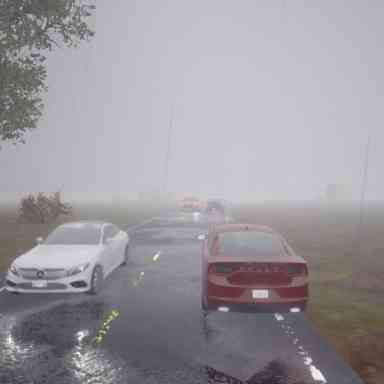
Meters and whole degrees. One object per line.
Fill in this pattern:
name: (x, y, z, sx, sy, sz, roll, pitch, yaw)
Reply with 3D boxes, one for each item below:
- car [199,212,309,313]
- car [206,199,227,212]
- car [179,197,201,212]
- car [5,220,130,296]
car: (1.171, 1.478, 7.792, 1.882, 1.535, 5.008, 0, 0, 2)
car: (2.584, 1.492, 36.615, 1.837, 1.490, 4.892, 0, 0, 8)
car: (-0.164, 1.338, 38.859, 2.097, 1.767, 4.553, 0, 0, 8)
car: (-2.889, 1.526, 8.804, 1.812, 1.442, 4.674, 0, 0, 2)
